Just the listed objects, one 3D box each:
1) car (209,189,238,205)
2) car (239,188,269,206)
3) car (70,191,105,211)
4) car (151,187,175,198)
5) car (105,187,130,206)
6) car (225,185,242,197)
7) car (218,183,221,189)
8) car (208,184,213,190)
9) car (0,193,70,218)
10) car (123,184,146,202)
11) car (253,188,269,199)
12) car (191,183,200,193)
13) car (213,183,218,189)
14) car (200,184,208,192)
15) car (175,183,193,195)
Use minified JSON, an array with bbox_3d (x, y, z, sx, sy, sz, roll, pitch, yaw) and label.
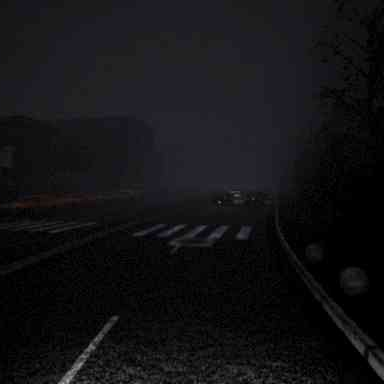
[{"bbox_3d":[3.185,0.630,34.113,1.895,1.301,4.718,0,2,14],"label":"car"},{"bbox_3d":[6.238,0.583,32.947,2.033,1.411,5.357,0,2,14],"label":"car"},{"bbox_3d":[-10.160,0.715,29.373,1.946,1.575,5.366,0,2,14],"label":"car"},{"bbox_3d":[-4.726,0.043,51.073,2.163,1.488,4.792,0,2,14],"label":"car"},{"bbox_3d":[-8.818,0.541,34.729,1.946,1.575,5.366,0,2,14],"label":"car"},{"bbox_3d":[6.378,0.111,46.657,2.128,1.511,4.902,0,2,14],"label":"car"},{"bbox_3d":[5.946,-1.374,93.654,1.946,1.575,5.366,0,2,14],"label":"car"},{"bbox_3d":[3.262,-1.026,82.940,1.946,1.575,5.366,0,2,14],"label":"car"},{"bbox_3d":[-11.511,0.892,24.020,1.946,1.575,5.366,0,2,14],"label":"car"},{"bbox_3d":[-7.406,0.110,40.353,2.435,2.045,5.566,0,2,14],"label":"car"},{"bbox_3d":[9.626,0.163,46.269,1.994,1.385,4.181,0,2,15],"label":"car"},{"bbox_3d":[-0.698,-0.761,67.136,2.435,2.045,5.566,0,2,14],"label":"car"},{"bbox_3d":[4.655,-1.329,88.504,2.185,1.767,4.553,0,2,14],"label":"car"},{"bbox_3d":[1.538,-0.805,76.291,2.231,1.521,4.892,0,2,15],"label":"car"},{"bbox_3d":[-2.029,-0.335,61.821,2.231,1.521,4.892,0,2,14],"label":"car"}]
